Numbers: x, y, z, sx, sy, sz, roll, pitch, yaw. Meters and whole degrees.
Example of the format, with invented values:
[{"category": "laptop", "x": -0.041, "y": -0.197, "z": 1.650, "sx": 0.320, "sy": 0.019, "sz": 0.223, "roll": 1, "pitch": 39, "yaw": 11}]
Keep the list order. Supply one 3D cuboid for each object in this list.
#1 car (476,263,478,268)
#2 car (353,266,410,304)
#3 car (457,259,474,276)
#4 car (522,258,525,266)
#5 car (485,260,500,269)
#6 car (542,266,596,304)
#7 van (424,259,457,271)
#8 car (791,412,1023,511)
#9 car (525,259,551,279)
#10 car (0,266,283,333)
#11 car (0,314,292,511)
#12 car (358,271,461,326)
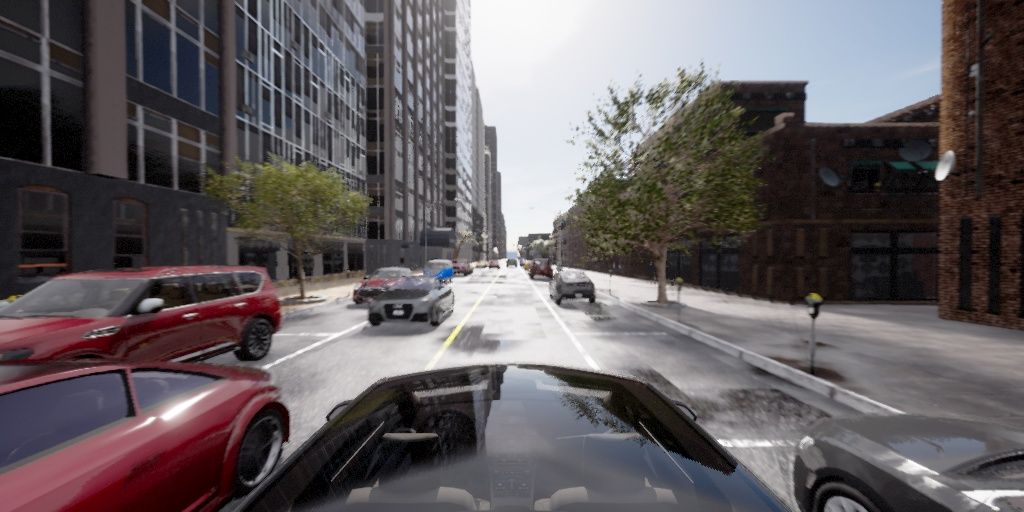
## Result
[{"category": "car", "x": -5.710, "y": 1.475, "z": 44.858, "sx": 1.751, "sy": 1.417, "sz": 4.829, "roll": 0, "pitch": 0, "yaw": 0}, {"category": "car", "x": -5.708, "y": 1.270, "z": 16.626, "sx": 1.967, "sy": 1.591, "sz": 4.097, "roll": 0, "pitch": 0, "yaw": 0}, {"category": "car", "x": -5.707, "y": 1.241, "z": 39.493, "sx": 2.192, "sy": 1.841, "sz": 5.009, "roll": 0, "pitch": 0, "yaw": 0}, {"category": "car", "x": 2.973, "y": 1.451, "z": 56.314, "sx": 1.882, "sy": 1.535, "sz": 5.008, "roll": 0, "pitch": 0, "yaw": 0}, {"category": "car", "x": -3.048, "y": 1.493, "z": 61.855, "sx": 1.882, "sy": 1.535, "sz": 5.008, "roll": 0, "pitch": 0, "yaw": 0}, {"category": "car", "x": 2.696, "y": 1.357, "z": 16.614, "sx": 2.007, "sy": 1.370, "sz": 4.403, "roll": 0, "pitch": 0, "yaw": 0}, {"category": "van", "x": -5.702, "y": 1.221, "z": 28.424, "sx": 1.690, "sy": 1.789, "sz": 3.998, "roll": 0, "pitch": 0, "yaw": 0}, {"category": "car", "x": 2.821, "y": 1.289, "z": 0.746, "sx": 2.007, "sy": 1.370, "sz": 4.403, "roll": 0, "pitch": 0, "yaw": 0}, {"category": "car", "x": 2.676, "y": 1.195, "z": 33.953, "sx": 2.192, "sy": 1.841, "sz": 5.009, "roll": 0, "pitch": 0, "yaw": 0}, {"category": "car", "x": -5.793, "y": 1.097, "z": 5.557, "sx": 2.192, "sy": 1.841, "sz": 5.009, "roll": 0, "pitch": 0, "yaw": 0}, {"category": "car", "x": -3.094, "y": 1.323, "z": 1.694, "sx": 1.994, "sy": 1.385, "sz": 4.181, "roll": 0, "pitch": 0, "yaw": 0}, {"category": "car", "x": -3.093, "y": 1.366, "z": 11.790, "sx": 1.994, "sy": 1.385, "sz": 4.181, "roll": 0, "pitch": 0, "yaw": 0}]
